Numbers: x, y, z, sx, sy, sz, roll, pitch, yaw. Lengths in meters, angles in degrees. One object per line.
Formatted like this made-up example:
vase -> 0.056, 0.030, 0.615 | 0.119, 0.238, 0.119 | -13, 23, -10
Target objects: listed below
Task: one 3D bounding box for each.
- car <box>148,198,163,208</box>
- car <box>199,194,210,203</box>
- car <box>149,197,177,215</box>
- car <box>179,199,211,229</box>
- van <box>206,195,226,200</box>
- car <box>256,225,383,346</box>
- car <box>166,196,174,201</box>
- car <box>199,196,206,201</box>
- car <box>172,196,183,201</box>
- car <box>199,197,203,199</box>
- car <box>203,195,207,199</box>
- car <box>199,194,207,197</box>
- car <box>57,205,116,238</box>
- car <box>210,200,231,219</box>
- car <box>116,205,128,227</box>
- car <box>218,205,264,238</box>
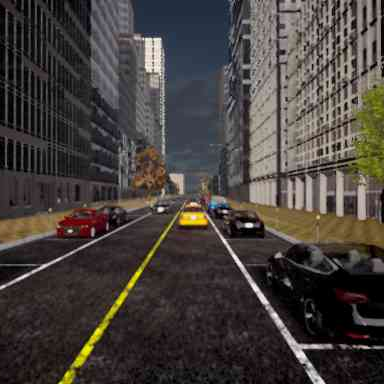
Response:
car -> -5.681, 1.624, 51.772 | 1.752, 1.417, 4.829 | 0, 0, 0
car -> 2.704, 1.439, 74.700 | 2.192, 1.841, 5.009 | 0, 0, 0
car -> -3.091, 1.566, 35.238 | 2.128, 1.511, 4.902 | 0, 0, 0
car -> 0.101, 1.506, 22.234 | 1.801, 1.575, 5.366 | 0, 0, 0
van -> 2.698, 1.415, 34.856 | 1.690, 1.788, 3.998 | 0, 0, 0
car -> 2.693, 1.581, 6.393 | 1.947, 1.339, 4.313 | 0, 0, 0
car -> -5.677, 1.699, 86.098 | 1.947, 1.339, 4.313 | 0, 0, 0
car -> 2.704, 1.659, 86.253 | 1.752, 1.417, 4.829 | 0, 0, 0
car -> -2.990, 1.557, 76.521 | 1.994, 1.385, 4.181 | 0, 0, 0
car -> 0.100, 1.650, 43.267 | 1.994, 1.385, 4.181 | 0, 0, 0
car -> 2.699, 1.523, 40.547 | 1.967, 1.590, 4.097 | 0, 0, 0
car -> 2.702, 1.427, 63.316 | 2.192, 1.841, 5.009 | 0, 0, 0
car -> -5.686, 1.586, 17.787 | 1.887, 1.381, 4.507 | 0, 0, 0
car -> 2.697, 1.629, 29.162 | 1.947, 1.339, 4.313 | 0, 0, 0
car -> -5.685, 1.618, 23.479 | 1.947, 1.339, 4.313 | 0, 0, 0
car -> 2.695, 1.607, 17.777 | 1.947, 1.339, 4.313 | 0, 0, 0
